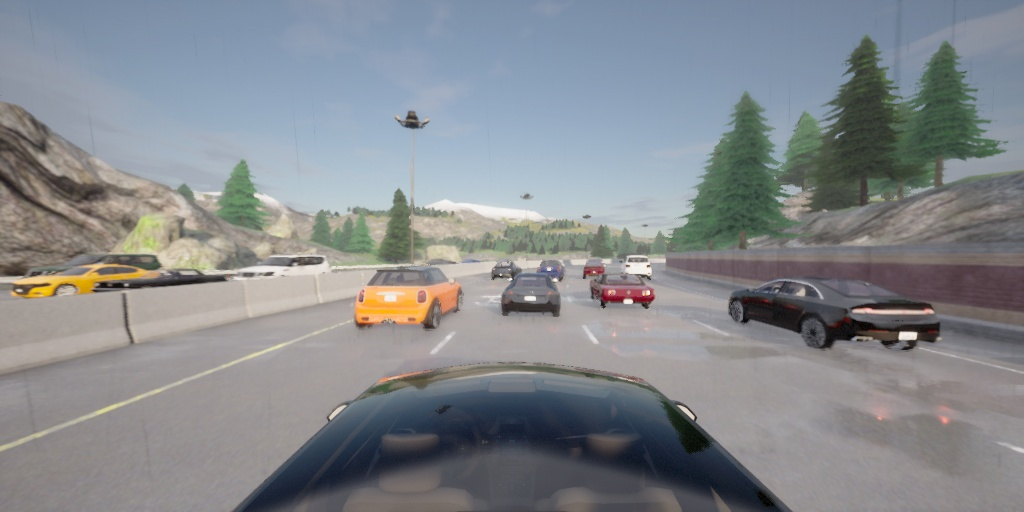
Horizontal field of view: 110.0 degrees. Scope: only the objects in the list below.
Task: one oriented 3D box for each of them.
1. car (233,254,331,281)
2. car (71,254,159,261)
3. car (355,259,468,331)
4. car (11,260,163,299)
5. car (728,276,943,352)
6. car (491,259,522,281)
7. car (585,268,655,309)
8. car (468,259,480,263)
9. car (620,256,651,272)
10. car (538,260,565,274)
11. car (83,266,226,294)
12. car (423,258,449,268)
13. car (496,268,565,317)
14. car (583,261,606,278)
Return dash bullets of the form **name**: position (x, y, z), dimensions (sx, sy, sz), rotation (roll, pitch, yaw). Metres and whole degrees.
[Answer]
- **car**: position (-12.746, 0.918, 20.463), dimensions (2.150, 2.045, 5.566), rotation (0, 0, 8)
- **car**: position (-23.324, 0.889, 20.445), dimensions (2.150, 2.045, 5.566), rotation (0, 0, 7)
- **car**: position (-2.927, 1.086, 11.171), dimensions (2.097, 1.767, 4.553), rotation (0, 0, 4)
- **car**: position (-20.137, 1.157, 17.335), dimensions (1.882, 1.535, 5.008), rotation (0, 0, 7)
- **car**: position (7.436, 1.256, 9.020), dimensions (2.128, 1.511, 4.902), rotation (0, 0, 3)
- **car**: position (-0.363, 1.217, 29.573), dimensions (2.128, 1.511, 4.902), rotation (0, 0, 11)
- **car**: position (4.416, 1.352, 15.120), dimensions (1.895, 1.301, 4.718), rotation (0, 0, 6)
- **car**: position (-6.903, 1.160, 57.306), dimensions (1.882, 1.535, 5.008), rotation (0, 0, 22)
- **car**: position (10.783, 0.977, 31.456), dimensions (2.150, 2.045, 5.566), rotation (0, 0, 13)
- **car**: position (3.356, 1.087, 30.205), dimensions (2.097, 1.767, 4.553), rotation (0, 0, 12)
- **car**: position (-16.650, 1.290, 17.252), dimensions (1.895, 1.301, 4.718), rotation (0, 0, 6)
- **car**: position (-12.885, 1.167, 61.157), dimensions (1.837, 1.490, 4.892), rotation (0, 0, 22)
- **car**: position (0.756, 1.306, 13.310), dimensions (1.994, 1.385, 4.181), rotation (0, 0, 5)
- **car**: position (7.579, 1.222, 32.986), dimensions (1.882, 1.535, 5.008), rotation (0, 0, 13)
